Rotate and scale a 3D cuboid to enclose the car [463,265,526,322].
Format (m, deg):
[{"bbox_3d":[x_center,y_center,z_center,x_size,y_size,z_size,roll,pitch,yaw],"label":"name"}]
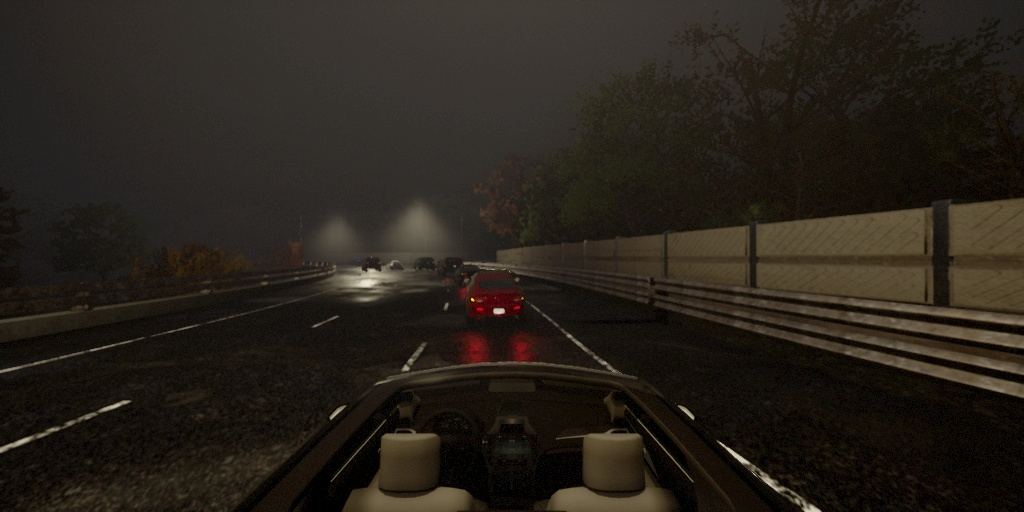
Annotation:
[{"bbox_3d":[-0.657,1.219,12.375,1.812,1.442,4.674,-1,4,-7],"label":"car"}]

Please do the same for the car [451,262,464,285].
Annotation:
[{"bbox_3d":[-3.247,1.369,26.833,1.812,1.442,4.674,0,0,-15],"label":"car"}]

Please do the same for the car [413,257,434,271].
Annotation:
[{"bbox_3d":[-13.022,1.163,52.872,2.150,2.045,5.566,0,0,-27],"label":"car"}]

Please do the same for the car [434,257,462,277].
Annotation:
[{"bbox_3d":[-6.551,1.109,38.083,2.150,2.045,5.566,0,0,-19],"label":"car"}]

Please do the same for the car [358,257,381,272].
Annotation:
[{"bbox_3d":[-20.340,1.162,51.700,2.150,2.045,5.566,0,0,-29],"label":"car"}]

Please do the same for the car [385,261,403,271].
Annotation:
[{"bbox_3d":[-17.810,1.476,54.276,1.812,1.442,4.674,0,0,-29],"label":"car"}]
